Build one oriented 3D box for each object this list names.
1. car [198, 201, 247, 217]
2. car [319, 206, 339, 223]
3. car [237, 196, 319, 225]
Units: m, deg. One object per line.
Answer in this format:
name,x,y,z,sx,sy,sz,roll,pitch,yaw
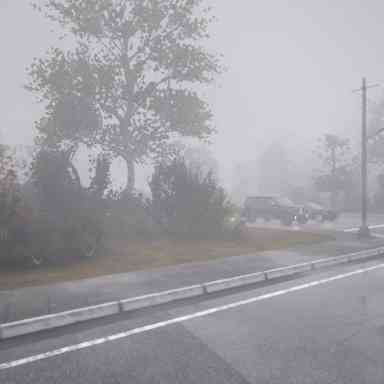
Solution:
car,3.083,1.705,34.178,1.882,1.535,5.008,0,-1,-43
car,9.270,1.565,26.866,1.882,1.535,5.008,0,-1,-39
car,6.235,1.315,25.123,2.150,2.045,5.566,0,-1,-37
